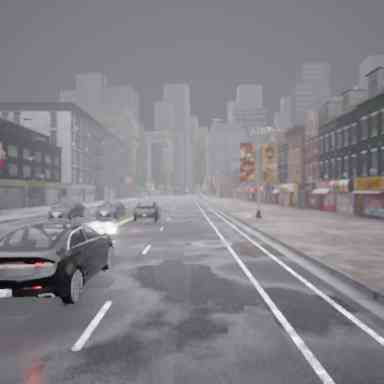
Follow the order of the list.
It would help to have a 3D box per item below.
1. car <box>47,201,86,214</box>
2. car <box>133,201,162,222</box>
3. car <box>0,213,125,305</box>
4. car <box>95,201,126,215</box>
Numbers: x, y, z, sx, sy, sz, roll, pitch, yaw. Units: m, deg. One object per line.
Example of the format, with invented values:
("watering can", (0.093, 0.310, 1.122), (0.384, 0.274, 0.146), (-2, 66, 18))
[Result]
("car", (-10.156, 1.516, 27.237), (2.128, 1.511, 4.902), (0, 0, -1))
("car", (-3.457, 1.483, 26.342), (2.128, 1.511, 4.902), (0, 0, -1))
("car", (-3.229, 1.496, 8.061), (2.128, 1.511, 4.902), (0, 0, -1))
("car", (-6.920, 1.499, 28.551), (2.128, 1.511, 4.902), (0, 0, -1))
